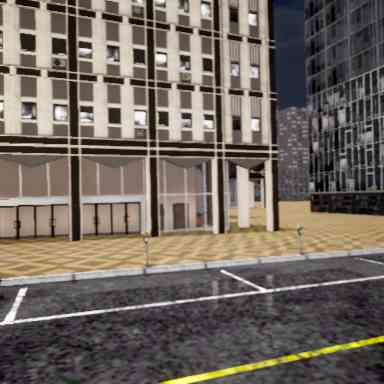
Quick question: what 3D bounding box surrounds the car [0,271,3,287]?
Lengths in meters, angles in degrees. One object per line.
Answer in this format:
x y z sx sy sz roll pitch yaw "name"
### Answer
-6.051 1.604 6.321 4.097 1.590 1.967 0 -2 -21 "car"
